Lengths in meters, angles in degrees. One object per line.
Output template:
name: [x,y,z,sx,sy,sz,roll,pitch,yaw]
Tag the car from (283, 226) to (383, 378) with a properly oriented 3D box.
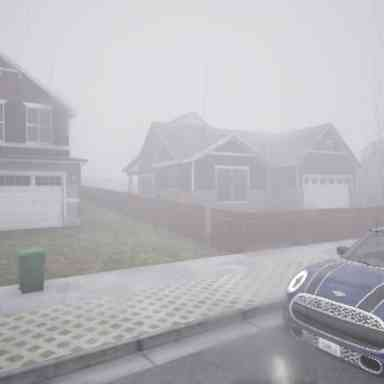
car: [3.607,1.349,5.399,4.553,1.767,2.097,0,0,-33]
